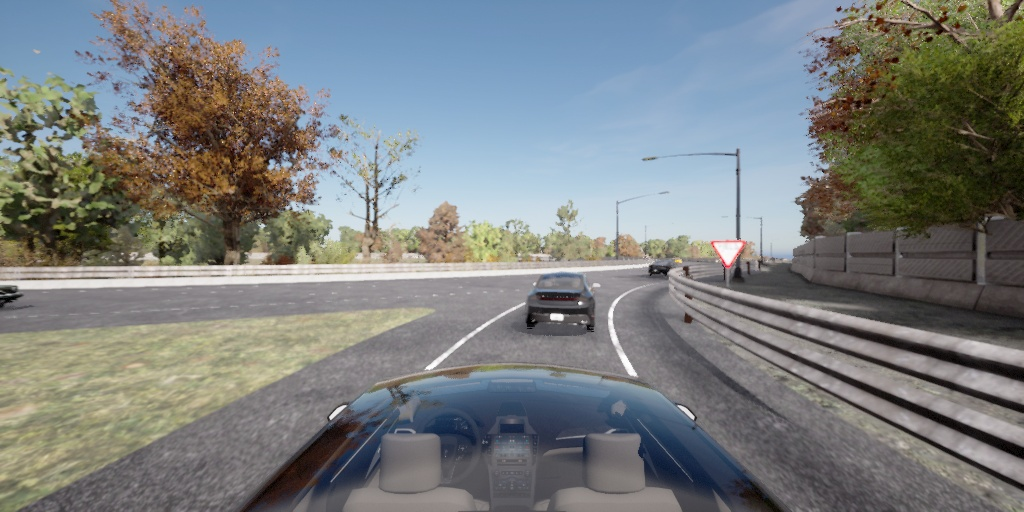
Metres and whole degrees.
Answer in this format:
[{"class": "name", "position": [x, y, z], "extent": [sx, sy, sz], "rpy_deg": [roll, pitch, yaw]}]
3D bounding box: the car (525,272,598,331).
[{"class": "car", "position": [1.628, 1.237, 11.075], "extent": [1.837, 1.490, 4.892], "rpy_deg": [0, 0, 13]}]

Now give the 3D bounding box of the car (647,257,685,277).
[{"class": "car", "position": [14.975, 1.177, 34.655], "extent": [5.008, 1.535, 1.882], "rpy_deg": [0, 0, -43]}]

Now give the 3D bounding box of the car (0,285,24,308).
[{"class": "car", "position": [-19.750, 1.283, 11.524], "extent": [4.718, 1.301, 1.895], "rpy_deg": [0, 0, -25]}]
